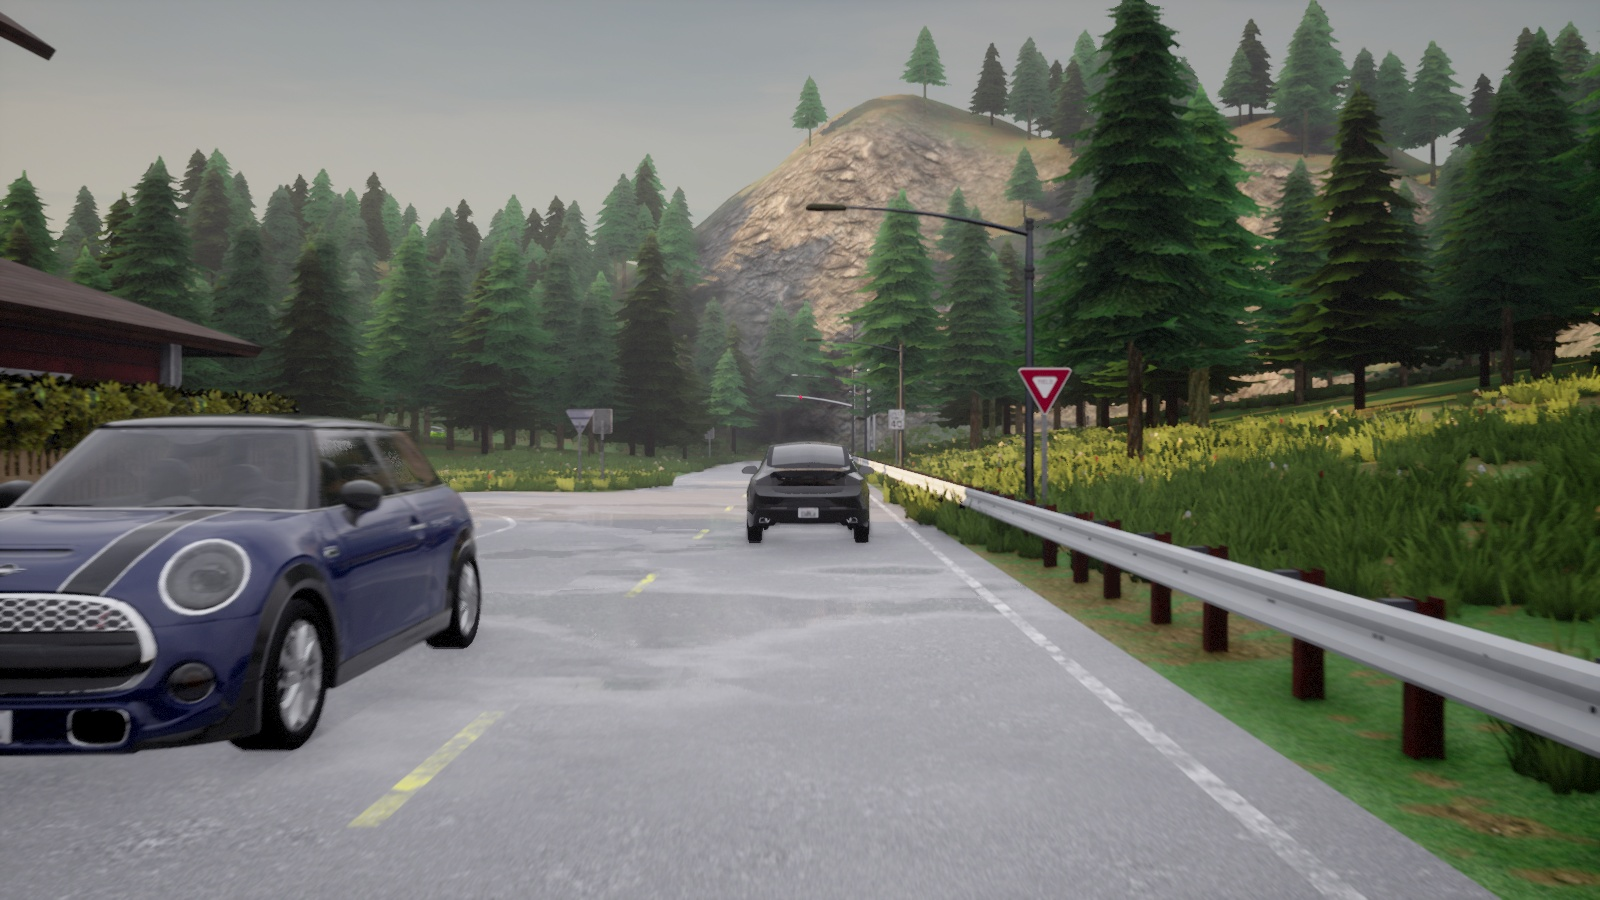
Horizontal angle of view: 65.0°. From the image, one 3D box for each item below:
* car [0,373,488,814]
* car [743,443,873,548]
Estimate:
[{"bbox_3d":[-3.443,0.561,7.312,2.097,1.767,4.553,0,0,0],"label":"car"},{"bbox_3d":[0.131,0.638,20.265,1.837,1.490,4.892,0,0,0],"label":"car"}]
